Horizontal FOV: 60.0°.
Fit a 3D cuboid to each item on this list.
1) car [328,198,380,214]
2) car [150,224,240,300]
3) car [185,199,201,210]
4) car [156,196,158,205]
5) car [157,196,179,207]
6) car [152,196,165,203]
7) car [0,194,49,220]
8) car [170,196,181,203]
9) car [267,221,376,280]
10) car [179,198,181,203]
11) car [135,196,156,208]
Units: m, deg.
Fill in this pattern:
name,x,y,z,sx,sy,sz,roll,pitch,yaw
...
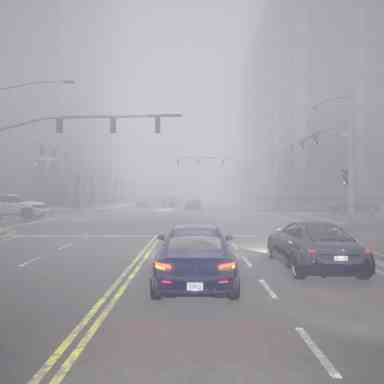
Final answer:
name,x,y,z,sx,sy,sz,roll,pitch,yaw
car,16.780,1.422,34.500,5.008,1.535,1.882,0,0,0
car,0.077,1.526,8.256,1.812,1.442,4.674,0,0,1
car,0.127,1.565,43.123,1.994,1.385,4.181,0,0,2
car,-6.957,1.505,58.186,1.837,1.490,4.892,0,0,0
car,-3.489,1.492,49.659,2.128,1.511,4.902,0,0,0
car,-6.857,1.547,68.633,2.033,1.411,5.357,0,0,0
car,-14.649,1.169,26.986,5.566,2.045,2.150,0,0,-1
car,-3.351,1.564,69.253,1.994,1.385,4.181,0,0,0
car,3.593,1.564,9.992,1.994,1.385,4.181,0,0,0
car,-3.448,1.478,59.250,1.882,1.535,5.008,0,0,0
car,-6.994,1.547,48.452,2.033,1.411,5.357,0,0,0
